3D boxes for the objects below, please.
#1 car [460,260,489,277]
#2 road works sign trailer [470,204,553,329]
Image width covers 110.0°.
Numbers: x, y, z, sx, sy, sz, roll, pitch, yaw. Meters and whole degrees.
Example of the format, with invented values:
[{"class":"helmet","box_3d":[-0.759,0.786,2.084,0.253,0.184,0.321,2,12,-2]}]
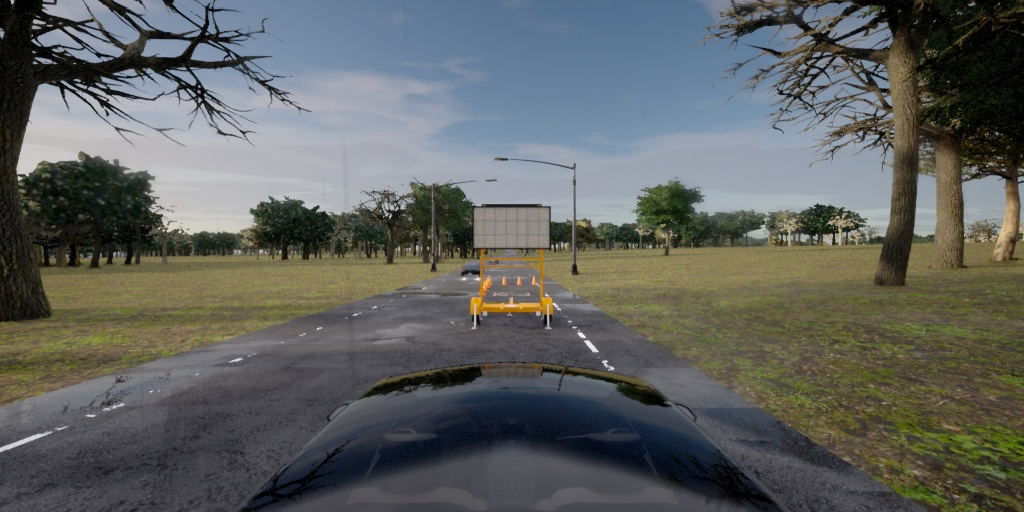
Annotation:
[{"class":"car","box_3d":[-3.631,1.176,33.747,2.033,1.411,5.357,0,0,0]},{"class":"road works sign trailer","box_3d":[-0.010,0.198,11.146,2.380,3.560,2.880,0,0,0]}]
